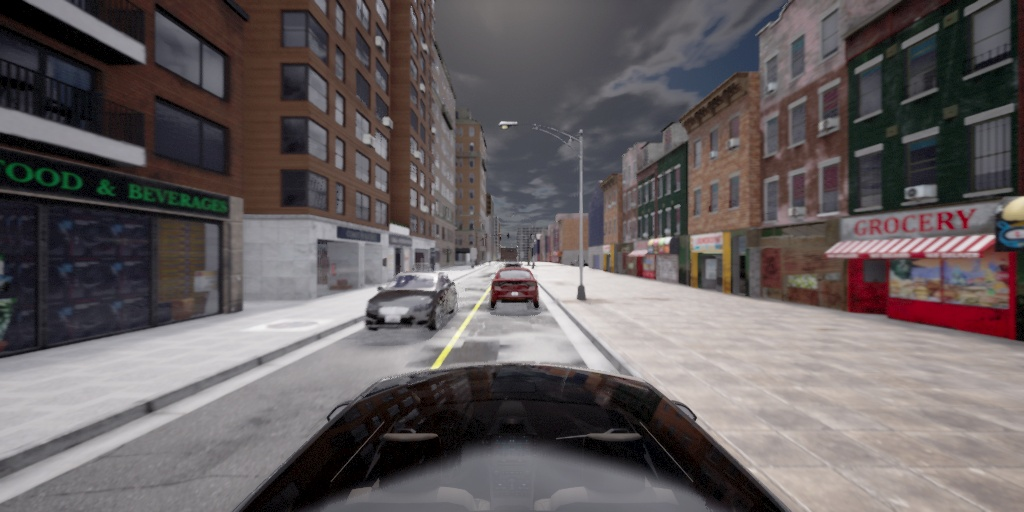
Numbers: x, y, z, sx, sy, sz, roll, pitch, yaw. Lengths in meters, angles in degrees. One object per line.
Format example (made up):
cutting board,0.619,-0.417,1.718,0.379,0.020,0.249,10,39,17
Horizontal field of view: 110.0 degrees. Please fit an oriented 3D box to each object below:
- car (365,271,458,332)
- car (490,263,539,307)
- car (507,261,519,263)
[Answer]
car,-2.840,1.240,11.022,2.128,1.511,4.902,0,0,0
car,0.103,1.225,15.519,1.882,1.535,5.008,0,0,0
car,0.104,1.247,40.389,1.837,1.490,4.892,0,0,0
